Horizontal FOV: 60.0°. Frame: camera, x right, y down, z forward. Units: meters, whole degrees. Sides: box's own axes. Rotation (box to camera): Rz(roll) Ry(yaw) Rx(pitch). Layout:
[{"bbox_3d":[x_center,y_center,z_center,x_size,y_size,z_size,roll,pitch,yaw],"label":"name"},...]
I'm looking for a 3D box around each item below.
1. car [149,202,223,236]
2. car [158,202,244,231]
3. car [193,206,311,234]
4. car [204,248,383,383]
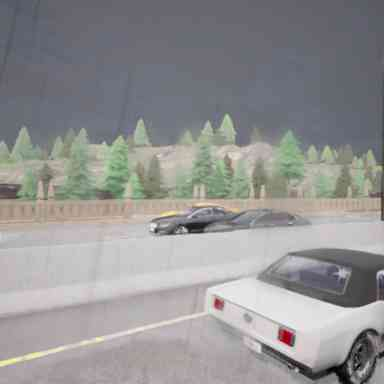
[{"bbox_3d":[0.334,1.441,16.274,4.902,1.511,2.128,0,0,-29],"label":"car"},{"bbox_3d":[0.599,1.419,20.400,5.008,1.535,1.882,0,0,-28],"label":"car"},{"bbox_3d":[2.739,1.466,13.620,4.892,1.490,1.837,0,0,-28],"label":"car"},{"bbox_3d":[2.628,1.586,5.289,4.718,1.301,1.895,0,0,-32],"label":"car"}]
